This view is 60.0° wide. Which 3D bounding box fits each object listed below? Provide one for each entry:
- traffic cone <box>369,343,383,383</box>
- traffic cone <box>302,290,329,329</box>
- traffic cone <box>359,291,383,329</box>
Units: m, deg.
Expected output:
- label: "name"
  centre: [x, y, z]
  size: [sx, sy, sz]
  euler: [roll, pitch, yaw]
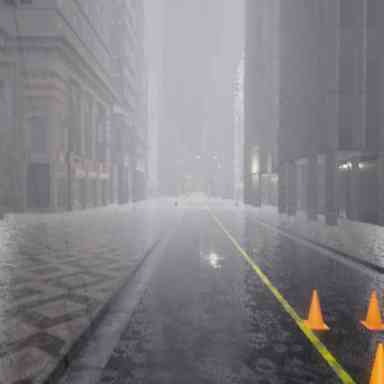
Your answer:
- label: "traffic cone"
  centre: [2.096, 1.977, 3.698]
  size: [0.340, 0.580, 0.340]
  euler: [0, 0, 0]
- label: "traffic cone"
  centre: [2.111, 1.981, 5.698]
  size: [0.340, 0.580, 0.340]
  euler: [0, 0, 0]
- label: "traffic cone"
  centre: [3.111, 1.988, 5.691]
  size: [0.340, 0.580, 0.340]
  euler: [0, 0, 0]
